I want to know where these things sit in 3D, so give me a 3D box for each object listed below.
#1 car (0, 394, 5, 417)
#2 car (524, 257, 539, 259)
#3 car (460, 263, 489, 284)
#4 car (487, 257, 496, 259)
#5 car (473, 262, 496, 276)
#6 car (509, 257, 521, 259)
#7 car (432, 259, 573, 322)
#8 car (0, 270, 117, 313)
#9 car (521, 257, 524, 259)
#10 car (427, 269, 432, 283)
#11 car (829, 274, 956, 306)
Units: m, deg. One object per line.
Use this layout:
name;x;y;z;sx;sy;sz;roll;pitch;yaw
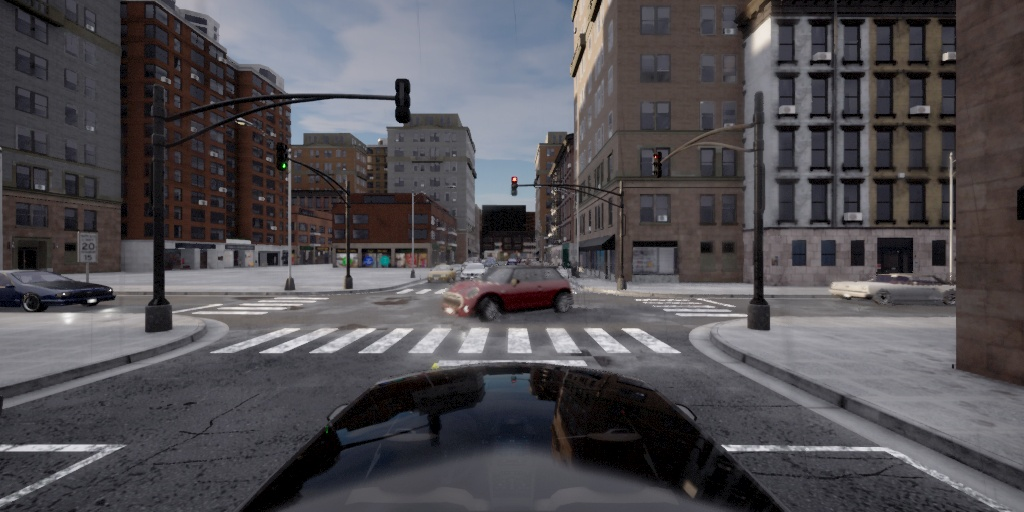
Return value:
car;-5.388;1.300;1.290;2.007;1.370;4.403;0;0;0
car;2.624;1.191;39.462;1.967;1.591;4.097;0;0;0
car;-2.856;1.276;28.106;1.812;1.442;4.674;0;0;0
car;-2.852;1.244;48.095;2.128;1.511;4.902;0;0;0
car;-2.850;1.315;37.898;1.994;1.385;4.181;0;0;1
car;0.083;1.231;61.265;1.882;1.535;5.008;0;0;0
car;-0.095;1.104;12.336;4.553;1.767;2.097;0;0;-35
car;-17.807;1.216;12.935;5.357;1.411;2.033;0;0;0
car;2.621;1.066;45.124;2.192;1.841;5.009;0;0;0
car;-5.397;1.276;27.965;1.751;1.417;4.829;0;0;0
car;17.101;1.445;15.930;4.718;1.301;1.895;0;0;0
